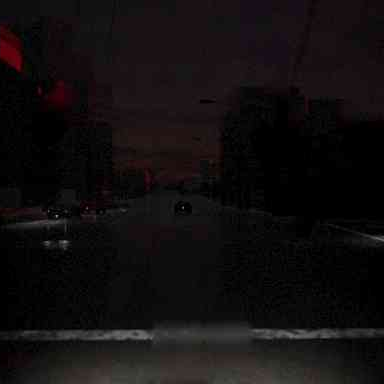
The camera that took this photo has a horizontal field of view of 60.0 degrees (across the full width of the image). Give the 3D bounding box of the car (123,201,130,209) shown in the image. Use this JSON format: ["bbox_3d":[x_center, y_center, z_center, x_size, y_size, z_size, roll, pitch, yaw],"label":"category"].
[{"bbox_3d":[-12.433,2.339,59.516,1.895,1.301,4.718,0,-1,-2],"label":"car"}]

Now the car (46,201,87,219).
[{"bbox_3d":[-11.399,1.729,30.041,1.895,1.301,4.718,0,-1,-2],"label":"car"}]

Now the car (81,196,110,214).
[{"bbox_3d":[-11.761,1.511,39.737,2.150,2.045,5.566,0,-1,-2],"label":"car"}]

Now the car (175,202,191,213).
[{"bbox_3d":[-1.111,1.872,41.127,1.994,1.385,4.181,0,-1,-2],"label":"car"}]

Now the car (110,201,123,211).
[{"bbox_3d":[-12.084,2.077,49.632,1.994,1.385,4.181,0,-1,-1],"label":"car"}]
